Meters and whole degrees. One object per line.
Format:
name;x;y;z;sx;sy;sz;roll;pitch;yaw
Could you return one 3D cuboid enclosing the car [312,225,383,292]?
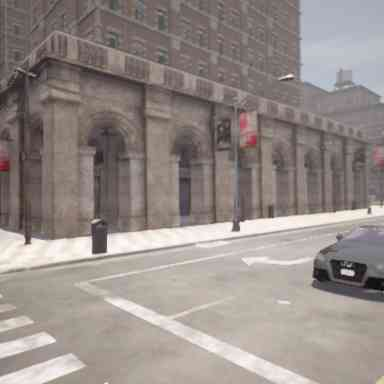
car;4.898;1.583;8.690;4.181;1.385;1.994;0;-1;-43
